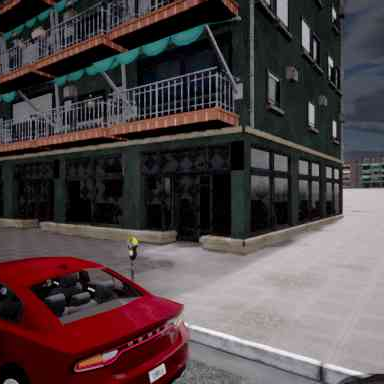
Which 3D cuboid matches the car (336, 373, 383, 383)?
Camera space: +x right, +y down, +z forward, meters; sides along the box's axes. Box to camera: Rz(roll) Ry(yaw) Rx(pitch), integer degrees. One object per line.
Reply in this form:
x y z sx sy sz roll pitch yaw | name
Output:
2.460 1.566 1.129 4.313 1.339 1.947 0 0 35 | car

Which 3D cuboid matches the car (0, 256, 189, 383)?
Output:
-2.138 1.545 4.389 4.507 1.381 1.887 0 0 35 | car
